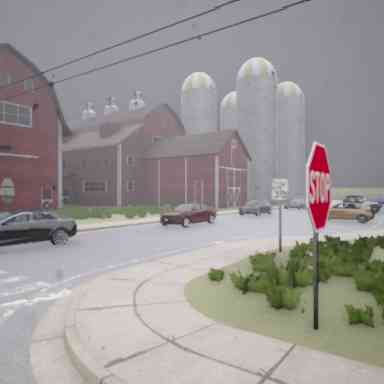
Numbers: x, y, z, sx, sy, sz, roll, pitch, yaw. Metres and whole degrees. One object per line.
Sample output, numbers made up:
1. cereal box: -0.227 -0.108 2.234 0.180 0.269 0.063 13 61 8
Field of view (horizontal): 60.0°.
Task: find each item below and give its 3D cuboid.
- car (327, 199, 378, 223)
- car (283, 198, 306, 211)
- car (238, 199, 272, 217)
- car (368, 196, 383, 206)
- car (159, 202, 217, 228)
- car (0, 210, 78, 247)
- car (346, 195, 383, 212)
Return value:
1. car: 11.417 1.505 25.152 4.193 1.474 1.816 0 0 35
2. car: 13.045 1.523 41.834 1.812 1.442 4.674 0 0 35
3. car: 6.153 1.502 31.898 1.837 1.490 4.892 0 0 35
4. car: 32.506 1.478 56.392 4.611 1.667 2.242 0 0 35
5. car: -0.163 1.476 22.741 1.882 1.535 5.008 0 0 35
6. car: -7.059 1.491 13.380 2.128 1.511 4.902 0 0 41
7. car: 18.662 1.312 36.536 3.866 1.878 1.905 0 0 35
